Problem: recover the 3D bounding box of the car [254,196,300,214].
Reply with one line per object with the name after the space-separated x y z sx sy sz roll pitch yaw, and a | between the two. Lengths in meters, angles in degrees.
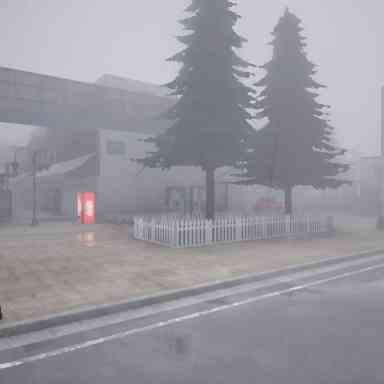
8.274 1.336 32.629 2.097 1.767 4.553 0 0 -34 | car
